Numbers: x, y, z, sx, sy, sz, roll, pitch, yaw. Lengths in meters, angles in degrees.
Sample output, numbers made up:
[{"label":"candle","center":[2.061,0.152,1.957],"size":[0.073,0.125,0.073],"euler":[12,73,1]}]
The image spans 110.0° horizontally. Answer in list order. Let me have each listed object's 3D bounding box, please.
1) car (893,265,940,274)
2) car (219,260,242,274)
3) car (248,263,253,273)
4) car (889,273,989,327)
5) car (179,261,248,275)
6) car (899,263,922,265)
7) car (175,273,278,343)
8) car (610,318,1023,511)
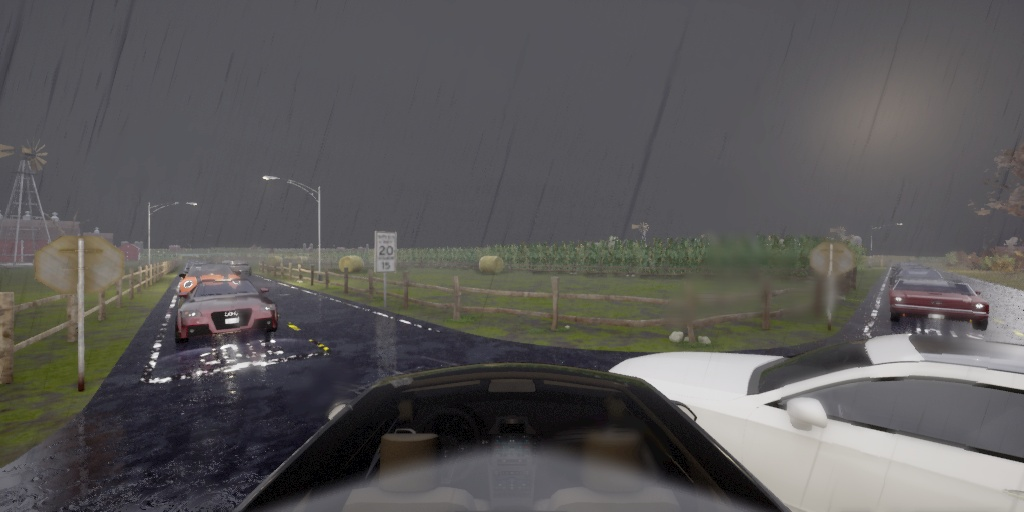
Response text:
[{"label":"car","center":[20.536,1.366,18.102],"size":[5.357,1.411,2.033],"euler":[0,1,-43]},{"label":"car","center":[-33.846,1.309,43.054],"size":[1.837,1.490,4.892],"euler":[0,0,-42]},{"label":"car","center":[-27.100,1.287,35.618],"size":[2.128,1.511,4.902],"euler":[0,0,-42]},{"label":"car","center":[13.480,1.400,11.515],"size":[4.718,1.301,1.895],"euler":[0,1,-43]},{"label":"car","center":[-13.771,1.142,16.433],"size":[2.097,1.767,4.553],"euler":[0,0,-42]},{"label":"car","center":[27.269,1.405,24.380],"size":[4.181,1.385,1.994],"euler":[0,1,-43]},{"label":"car","center":[-7.973,1.356,9.969],"size":[1.994,1.385,4.181],"euler":[0,0,-43]},{"label":"car","center":[2.831,1.294,2.418],"size":[1.812,1.442,4.674],"euler":[0,1,-44]}]
